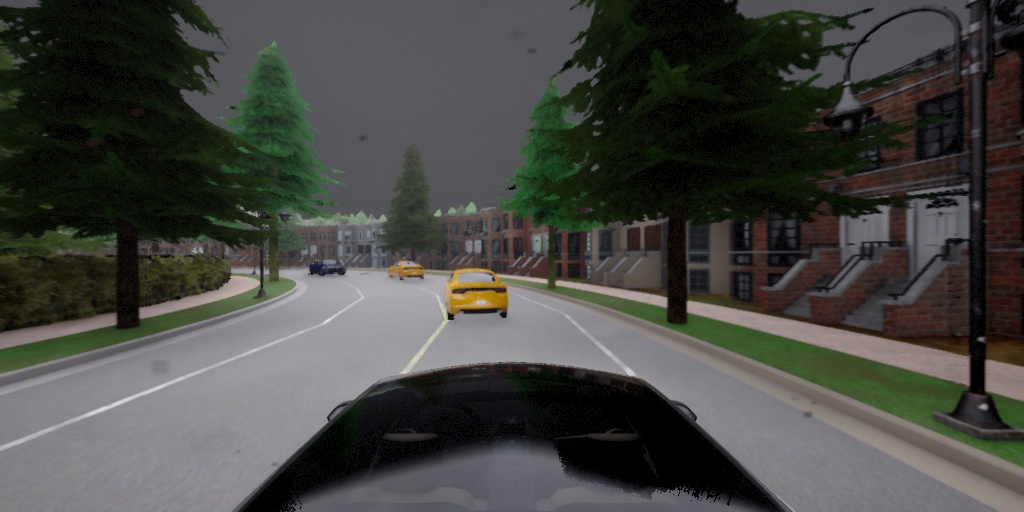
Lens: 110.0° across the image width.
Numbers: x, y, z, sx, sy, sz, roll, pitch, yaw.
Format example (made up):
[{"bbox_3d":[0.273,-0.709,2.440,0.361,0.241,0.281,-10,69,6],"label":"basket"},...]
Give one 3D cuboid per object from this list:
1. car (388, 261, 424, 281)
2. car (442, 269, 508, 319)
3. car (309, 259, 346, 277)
[{"bbox_3d":[-8.819,1.148,29.641,1.882,1.535,5.008,0,0,-33],"label":"car"},{"bbox_3d":[-1.423,1.187,12.808,1.882,1.535,5.008,0,0,-12],"label":"car"},{"bbox_3d":[-17.898,1.041,34.744,4.553,1.767,2.097,0,0,43],"label":"car"}]
